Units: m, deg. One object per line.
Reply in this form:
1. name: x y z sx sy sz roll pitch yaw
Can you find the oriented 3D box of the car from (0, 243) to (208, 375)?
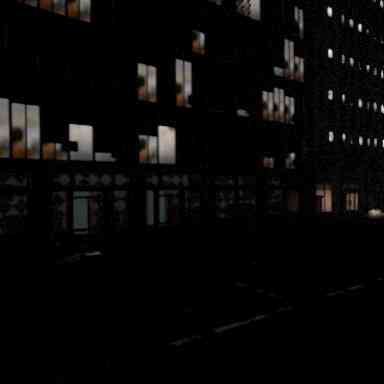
1. car: -1.707 1.565 5.355 4.313 1.339 1.947 0 -1 -35
